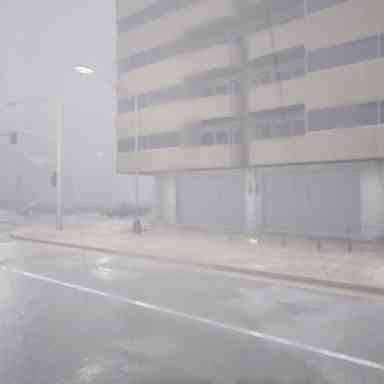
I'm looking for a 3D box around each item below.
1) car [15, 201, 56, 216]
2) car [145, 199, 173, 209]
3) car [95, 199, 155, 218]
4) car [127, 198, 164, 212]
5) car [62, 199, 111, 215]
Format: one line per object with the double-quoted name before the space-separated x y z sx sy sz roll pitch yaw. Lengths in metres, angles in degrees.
"car" -16.360 1.714 35.801 1.837 1.490 4.892 0 0 36
"car" -4.999 1.772 51.297 1.994 1.385 4.181 0 0 36
"car" -6.172 1.691 31.600 2.033 1.411 5.357 0 0 36
"car" -6.066 1.665 43.929 1.882 1.535 5.008 0 0 36
"car" -11.649 1.692 36.307 1.837 1.490 4.892 0 0 36
